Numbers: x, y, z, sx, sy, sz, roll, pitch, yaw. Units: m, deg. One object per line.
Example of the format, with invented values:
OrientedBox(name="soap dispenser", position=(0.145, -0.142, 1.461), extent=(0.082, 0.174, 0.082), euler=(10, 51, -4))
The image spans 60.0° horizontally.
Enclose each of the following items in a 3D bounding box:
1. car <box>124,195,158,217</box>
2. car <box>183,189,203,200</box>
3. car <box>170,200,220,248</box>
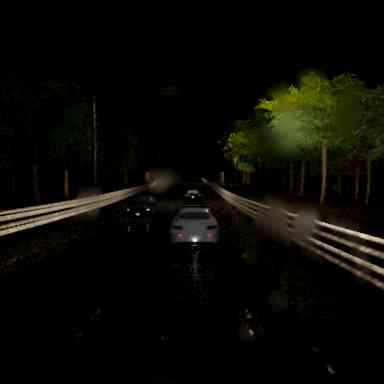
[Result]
OrientedBox(name="car", position=(-3.509, 0.932, 24.153), extent=(2.033, 1.411, 5.357), euler=(0, 3, 0))
OrientedBox(name="car", position=(0.087, 0.372, 34.935), extent=(1.994, 1.385, 4.181), euler=(0, 4, 0))
OrientedBox(name="car", position=(0.096, 1.304, 13.503), extent=(1.812, 1.442, 4.674), euler=(0, 2, 0))
